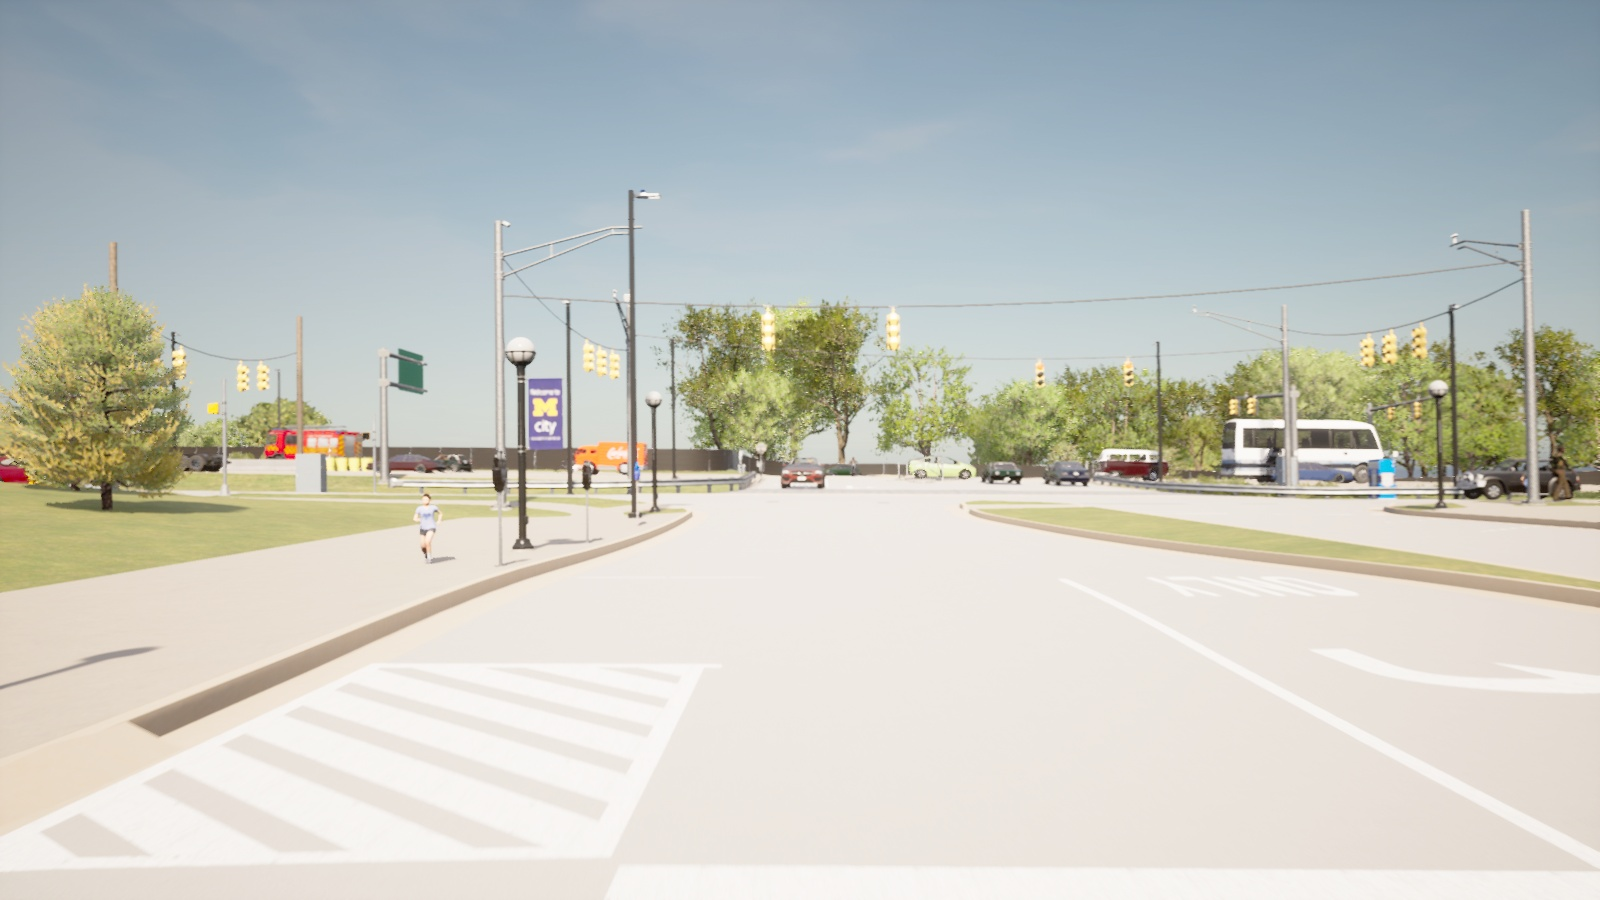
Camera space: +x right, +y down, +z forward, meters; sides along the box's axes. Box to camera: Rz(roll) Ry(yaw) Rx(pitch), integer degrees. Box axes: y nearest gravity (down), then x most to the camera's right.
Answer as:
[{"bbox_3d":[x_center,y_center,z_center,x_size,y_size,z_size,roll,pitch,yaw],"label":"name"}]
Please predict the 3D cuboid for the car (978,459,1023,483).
[{"bbox_3d":[11.913,1.244,74.853,1.895,1.301,4.718,0,0,0],"label":"car"}]

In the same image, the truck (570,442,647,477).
[{"bbox_3d":[-14.079,0.717,92.610,5.204,2.467,2.627,0,-1,1],"label":"truck"}]

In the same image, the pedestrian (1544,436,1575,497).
[{"bbox_3d":[24.530,0.530,40.558,0.692,1.930,0.395,-1,-1,-2],"label":"pedestrian"}]

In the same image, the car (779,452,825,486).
[{"bbox_3d":[0.163,0.976,65.123,2.152,1.651,5.027,0,-1,3],"label":"car"}]

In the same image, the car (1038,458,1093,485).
[{"bbox_3d":[15.417,1.214,73.078,2.033,1.411,5.357,0,0,0],"label":"car"}]

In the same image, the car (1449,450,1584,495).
[{"bbox_3d":[30.620,0.952,53.760,4.605,1.855,1.932,0,-1,1],"label":"car"}]

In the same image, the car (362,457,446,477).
[{"bbox_3d":[-28.136,1.187,89.337,5.357,1.411,2.033,0,-1,1],"label":"car"}]

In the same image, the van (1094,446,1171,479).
[{"bbox_3d":[21.533,0.811,81.495,4.480,2.038,2.069,0,-1,1],"label":"van"}]

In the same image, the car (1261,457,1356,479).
[{"bbox_3d":[32.875,1.171,81.302,5.357,1.411,2.033,0,-1,1],"label":"car"}]

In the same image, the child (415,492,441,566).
[{"bbox_3d":[-5.639,1.191,19.025,0.255,1.110,0.394,-1,-1,1],"label":"child"}]

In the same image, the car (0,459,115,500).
[{"bbox_3d":[-28.525,1.106,47.492,4.193,1.474,1.816,0,-1,-1],"label":"car"}]

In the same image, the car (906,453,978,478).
[{"bbox_3d":[9.204,0.995,81.687,4.514,1.525,2.007,0,1,1],"label":"car"}]

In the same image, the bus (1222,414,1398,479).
[{"bbox_3d":[34.309,-0.179,84.806,10.273,4.253,3.944,0,-1,1],"label":"bus"}]
